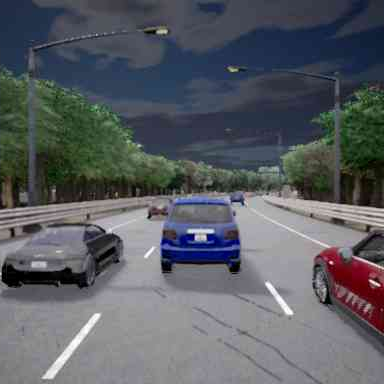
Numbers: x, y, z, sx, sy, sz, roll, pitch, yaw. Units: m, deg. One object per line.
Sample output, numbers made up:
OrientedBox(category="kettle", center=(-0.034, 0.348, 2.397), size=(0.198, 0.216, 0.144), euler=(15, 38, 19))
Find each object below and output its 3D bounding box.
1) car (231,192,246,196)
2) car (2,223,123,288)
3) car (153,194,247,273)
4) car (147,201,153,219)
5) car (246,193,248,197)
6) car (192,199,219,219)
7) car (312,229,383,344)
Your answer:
OrientedBox(category="car", center=(7.149, 1.040, 53.178), size=(2.150, 2.045, 5.566), euler=(0, 0, 8))
OrientedBox(category="car", center=(-3.247, 1.528, 9.171), size=(1.994, 1.385, 4.181), euler=(0, 0, 1))
OrientedBox(category="car", center=(0.282, 1.186, 10.729), size=(2.150, 2.045, 5.566), euler=(0, 0, 2))
OrientedBox(category="car", center=(-2.346, 1.254, 28.083), size=(2.097, 1.767, 4.553), euler=(0, 0, 4))
OrientedBox(category="car", center=(11.364, 0.949, 78.267), size=(2.150, 2.045, 5.566), euler=(0, 0, 12))
OrientedBox(category="car", center=(1.211, 1.397, 28.794), size=(2.128, 1.511, 4.902), euler=(0, 0, 4))
OrientedBox(category="car", center=(3.555, 1.339, 5.166), size=(2.097, 1.767, 4.553), euler=(0, 0, 1))
